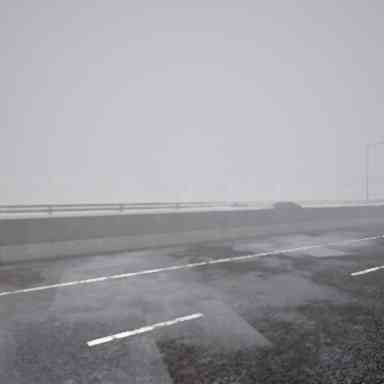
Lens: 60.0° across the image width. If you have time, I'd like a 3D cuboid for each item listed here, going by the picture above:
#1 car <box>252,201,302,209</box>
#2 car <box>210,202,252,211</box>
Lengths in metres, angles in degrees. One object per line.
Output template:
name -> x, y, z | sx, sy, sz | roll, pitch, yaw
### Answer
car -> 8.301, 1.593, 31.169 | 4.892, 1.490, 1.837 | 0, 0, -35
car -> 4.092, 1.678, 32.516 | 4.718, 1.301, 1.895 | 0, 0, -35
